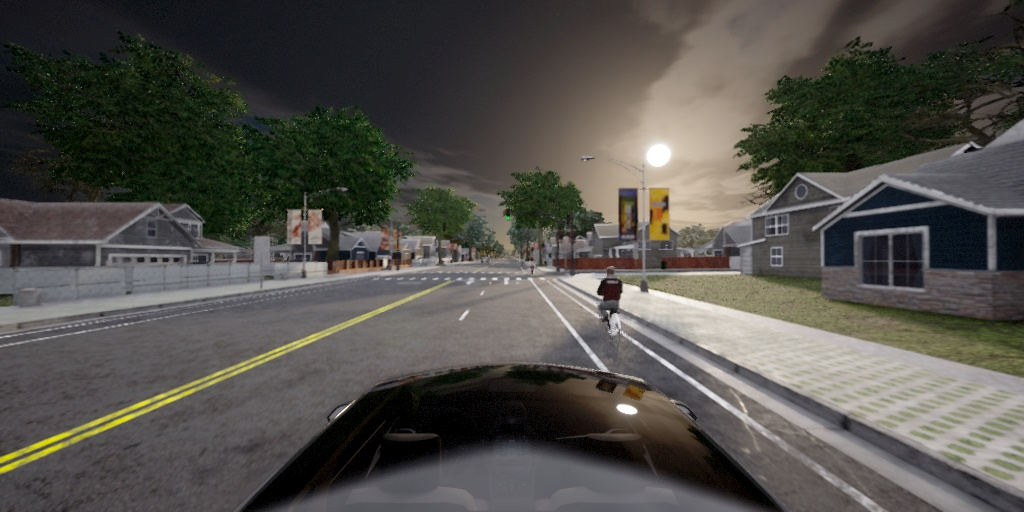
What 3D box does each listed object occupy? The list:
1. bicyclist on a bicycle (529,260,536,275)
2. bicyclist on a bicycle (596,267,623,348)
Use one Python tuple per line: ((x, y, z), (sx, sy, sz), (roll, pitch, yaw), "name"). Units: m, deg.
((2.263, 1.254, 40.149), (0.866, 1.612, 1.509), (-1, 0, 0), "bicyclist on a bicycle")
((2.243, 1.133, 8.381), (0.659, 1.776, 1.843), (0, 0, 0), "bicyclist on a bicycle")
